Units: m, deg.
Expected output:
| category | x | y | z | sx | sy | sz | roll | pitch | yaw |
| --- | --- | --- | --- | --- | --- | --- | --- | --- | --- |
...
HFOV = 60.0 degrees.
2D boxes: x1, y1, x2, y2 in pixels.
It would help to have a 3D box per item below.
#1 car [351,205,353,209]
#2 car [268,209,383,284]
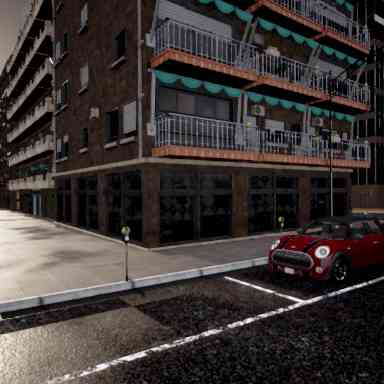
| category | x | y | z | sx | sy | sz | roll | pitch | yaw |
| --- | --- | --- | --- | --- | --- | --- | --- | --- | --- |
| car | 17.732 | 1.760 | 41.596 | 1.967 | 1.590 | 4.097 | -2 | 0 | -36 |
| car | 4.041 | 1.442 | 9.472 | 4.097 | 1.590 | 1.967 | 0 | -1 | -36 |
